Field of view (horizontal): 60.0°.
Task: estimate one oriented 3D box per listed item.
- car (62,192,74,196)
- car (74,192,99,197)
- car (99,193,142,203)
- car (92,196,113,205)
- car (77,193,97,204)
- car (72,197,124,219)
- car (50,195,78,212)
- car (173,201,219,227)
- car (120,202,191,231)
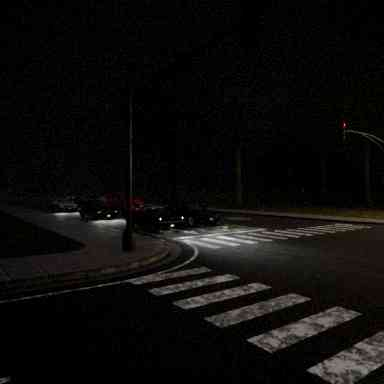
[{"bbox_3d":[-21.443,1.039,57.730,2.150,2.045,5.566,0,0,-36],"label":"car"},{"bbox_3d":[-15.626,1.187,49.813,2.097,1.767,4.553,0,0,-35],"label":"car"},{"bbox_3d":[-6.460,1.117,31.410,2.150,2.045,5.566,0,0,-36],"label":"car"},{"bbox_3d":[-14.570,1.350,53.840,1.812,1.442,4.674,0,0,-36],"label":"car"},{"bbox_3d":[-18.779,1.164,59.593,2.097,1.767,4.553,0,0,-36],"label":"car"},{"bbox_3d":[-8.035,1.454,28.051,2.033,1.411,5.357,0,0,-36],"label":"car"},{"bbox_3d":[-14.076,1.401,36.377,1.812,1.442,4.674,0,0,-36],"label":"car"},{"bbox_3d":[-0.219,1.410,22.818,1.882,1.535,5.008,0,0,-35],"label":"car"},{"bbox_3d":[-2.369,1.542,20.242,1.895,1.301,4.718,0,0,-36],"label":"car"}]
